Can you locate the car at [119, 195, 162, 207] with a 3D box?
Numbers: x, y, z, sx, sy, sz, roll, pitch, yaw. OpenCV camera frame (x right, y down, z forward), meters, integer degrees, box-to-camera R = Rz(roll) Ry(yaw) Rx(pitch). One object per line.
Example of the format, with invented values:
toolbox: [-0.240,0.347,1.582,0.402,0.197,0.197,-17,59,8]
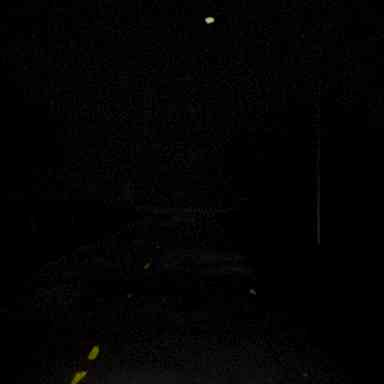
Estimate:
car: [-6.547,1.115,42.694,5.357,1.411,2.033,2,-3,0]
